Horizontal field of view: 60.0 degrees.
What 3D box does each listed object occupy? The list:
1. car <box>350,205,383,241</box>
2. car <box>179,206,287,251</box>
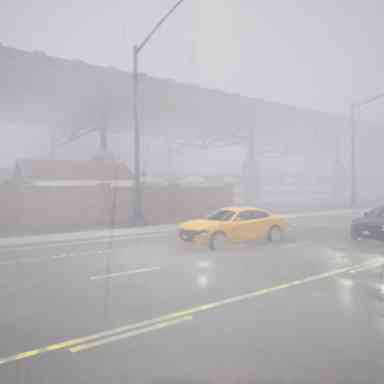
[{"bbox_3d":[8.874,1.280,14.500,5.008,1.535,1.882,-1,1,-36],"label":"car"},{"bbox_3d":[1.776,1.373,13.806,5.008,1.535,1.882,-1,0,-35],"label":"car"}]
